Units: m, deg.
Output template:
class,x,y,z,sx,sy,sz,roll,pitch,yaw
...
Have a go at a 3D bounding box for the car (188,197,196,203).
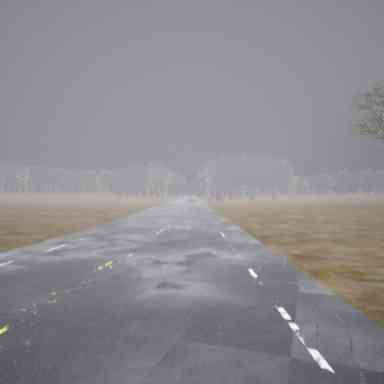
class,x,y,z,sx,sy,sz,roll,pitch,yaw
car,-0.059,2.126,88.491,1.994,1.385,4.181,0,0,0
